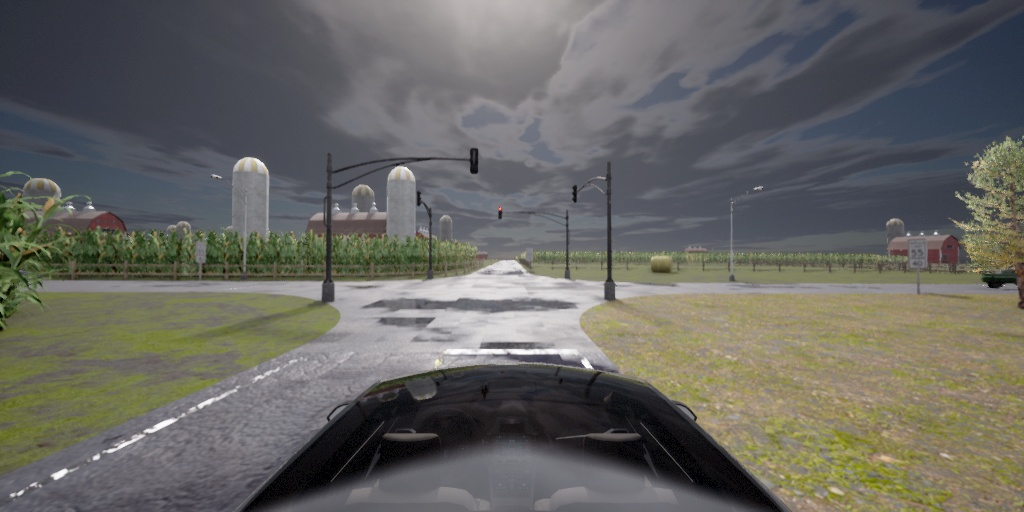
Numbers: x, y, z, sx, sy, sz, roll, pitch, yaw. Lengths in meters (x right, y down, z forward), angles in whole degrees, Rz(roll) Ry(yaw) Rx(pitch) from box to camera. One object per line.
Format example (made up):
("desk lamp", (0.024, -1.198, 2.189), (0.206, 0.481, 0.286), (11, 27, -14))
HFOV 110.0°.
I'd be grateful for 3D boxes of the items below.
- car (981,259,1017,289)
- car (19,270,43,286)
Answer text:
("car", (34.984, 1.239, 24.009), (5.566, 2.045, 2.150), (1, -1, -4))
("car", (-29.273, 0.999, 19.888), (4.674, 1.442, 1.812), (1, -1, -3))
